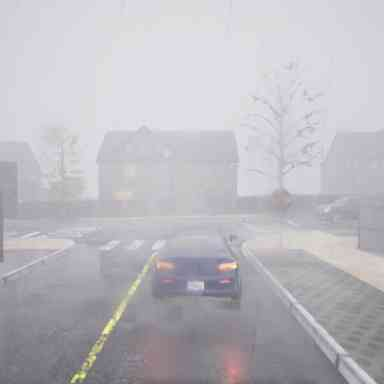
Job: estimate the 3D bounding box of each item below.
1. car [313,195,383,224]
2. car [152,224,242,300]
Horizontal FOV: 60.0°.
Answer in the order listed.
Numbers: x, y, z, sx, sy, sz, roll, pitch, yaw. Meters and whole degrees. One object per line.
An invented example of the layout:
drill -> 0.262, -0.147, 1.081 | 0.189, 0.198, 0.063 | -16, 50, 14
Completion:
car -> 10.186, 1.037, 21.360 | 4.553, 1.767, 2.097 | -1, 1, -2
car -> 0.169, 1.522, 8.276 | 1.812, 1.442, 4.674 | 0, 0, 3
